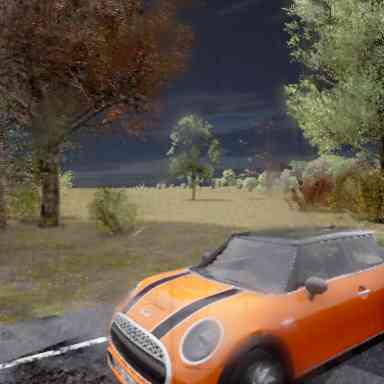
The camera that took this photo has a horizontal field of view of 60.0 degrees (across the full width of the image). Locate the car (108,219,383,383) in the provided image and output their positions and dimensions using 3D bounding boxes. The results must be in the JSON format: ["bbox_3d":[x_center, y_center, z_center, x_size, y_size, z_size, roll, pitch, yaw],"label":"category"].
[{"bbox_3d":[1.176,1.344,4.747,4.553,1.767,2.097,0,0,-35],"label":"car"}]
